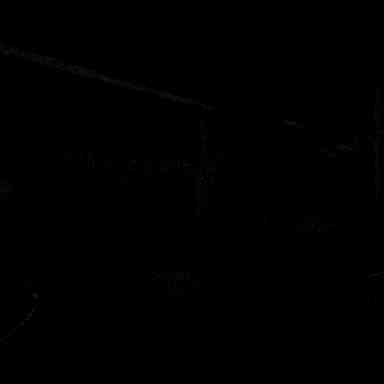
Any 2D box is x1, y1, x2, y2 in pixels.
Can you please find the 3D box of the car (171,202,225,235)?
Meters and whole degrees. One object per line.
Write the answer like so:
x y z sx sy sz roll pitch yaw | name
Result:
0.228 1.636 21.314 1.905 1.878 3.866 1 0 -34 | car

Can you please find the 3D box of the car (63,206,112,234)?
-6.894 1.732 21.719 2.242 1.667 4.611 1 0 -34 | car
